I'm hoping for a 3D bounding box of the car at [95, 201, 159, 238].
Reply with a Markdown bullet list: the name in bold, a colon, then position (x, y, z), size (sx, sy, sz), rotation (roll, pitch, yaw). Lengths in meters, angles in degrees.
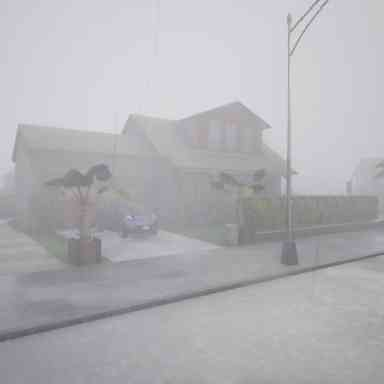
- **car**: position (-3.022, 1.174, 15.291), size (1.845, 1.501, 3.633), rotation (0, 0, -38)
